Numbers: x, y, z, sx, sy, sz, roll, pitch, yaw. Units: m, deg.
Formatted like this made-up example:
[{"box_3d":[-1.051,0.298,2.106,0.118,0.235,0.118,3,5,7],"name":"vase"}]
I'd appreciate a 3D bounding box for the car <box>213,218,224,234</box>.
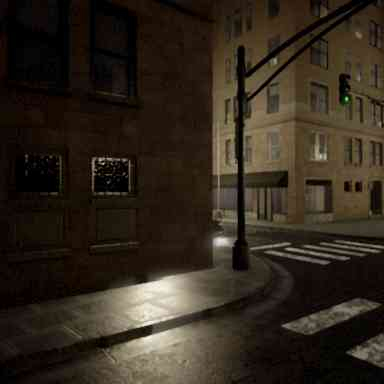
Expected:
[{"box_3d":[-0.604,1.510,18.287,2.033,1.411,5.357,0,0,-36],"name":"car"}]
